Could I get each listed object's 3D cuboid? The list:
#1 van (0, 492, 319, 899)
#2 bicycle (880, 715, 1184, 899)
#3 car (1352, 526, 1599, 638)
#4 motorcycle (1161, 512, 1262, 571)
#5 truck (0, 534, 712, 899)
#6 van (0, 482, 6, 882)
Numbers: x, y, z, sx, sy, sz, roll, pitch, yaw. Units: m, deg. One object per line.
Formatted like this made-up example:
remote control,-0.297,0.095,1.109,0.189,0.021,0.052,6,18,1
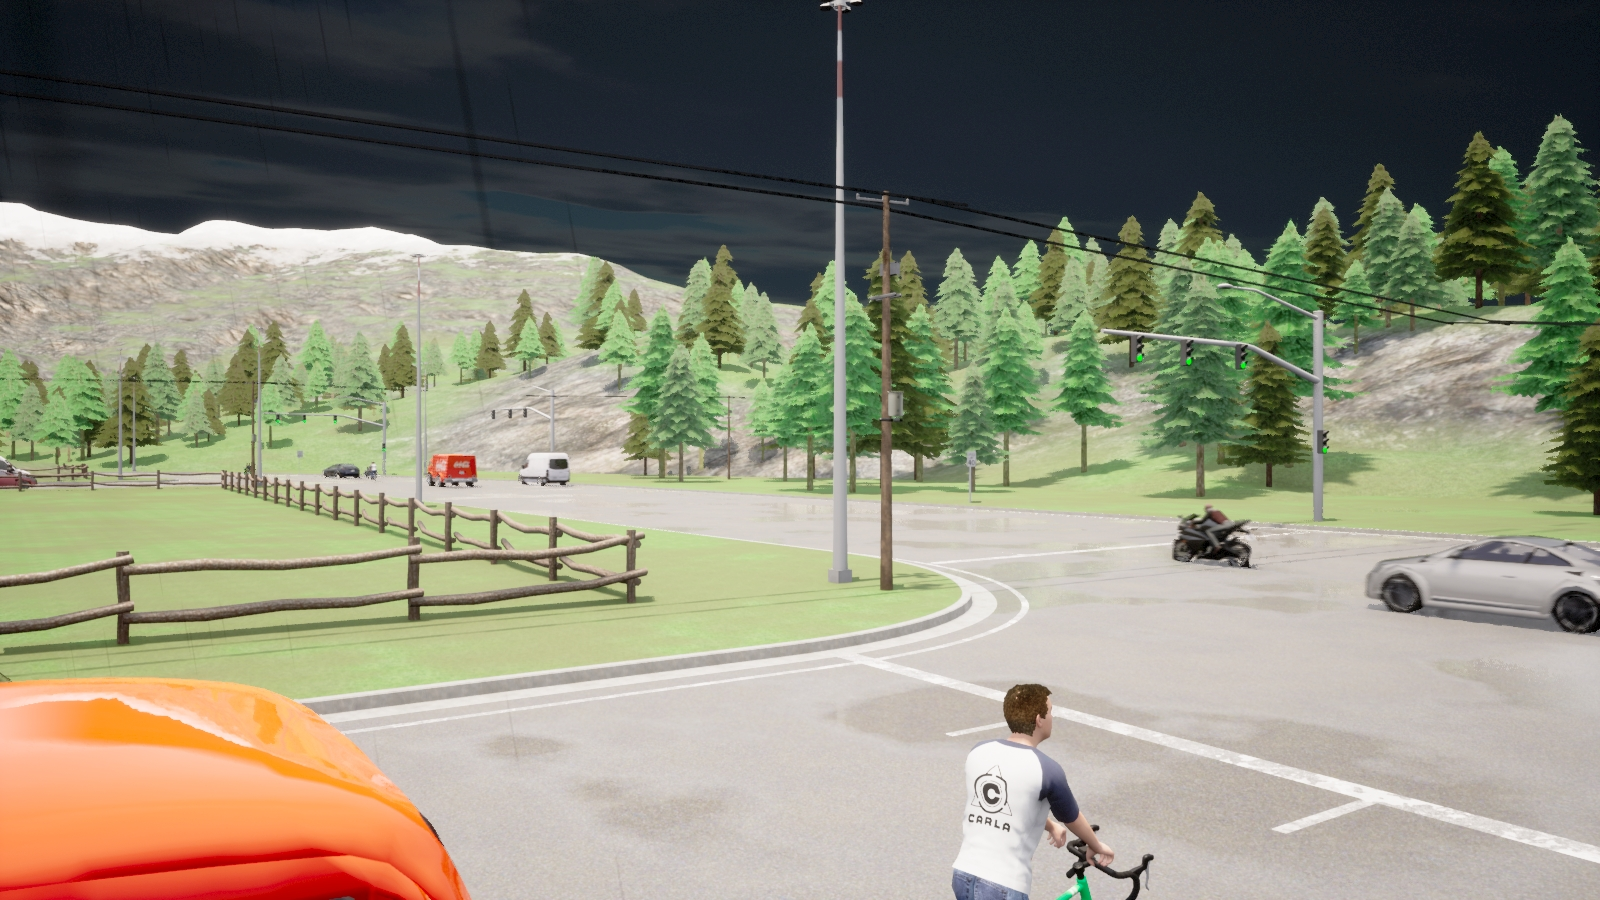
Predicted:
van,-5.215,1.535,4.399,5.915,2.561,1.988,0,0,-35
bicycle,1.060,2.053,4.957,1.643,1.496,0.373,0,0,-41
car,11.732,2.105,18.971,1.994,1.385,4.181,0,0,-35
motorcycle,9.957,2.189,27.696,0.867,1.251,2.209,0,0,-35
truck,-3.045,1.577,1.733,5.204,2.467,2.627,-1,0,-34
van,-8.190,1.535,6.590,5.915,2.561,1.988,0,0,-35
